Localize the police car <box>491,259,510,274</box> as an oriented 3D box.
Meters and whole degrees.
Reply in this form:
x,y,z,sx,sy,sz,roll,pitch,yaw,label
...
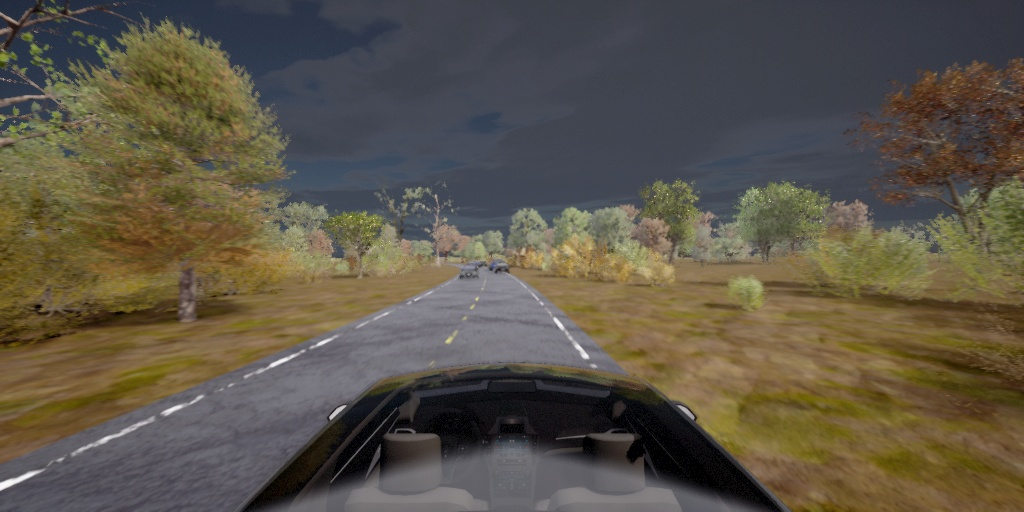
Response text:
x,y,z,sx,sy,sz,roll,pitch,yaw,label
-1.445,1.619,50.385,1.930,1.638,5.238,0,-1,-6,police car

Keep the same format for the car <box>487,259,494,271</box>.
x,y,z,sx,sy,sz,roll,pitch,yaw,label
-2.518,1.513,60.297,2.150,2.045,5.566,0,-1,-7,car

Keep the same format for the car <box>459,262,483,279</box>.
x,y,z,sx,sy,sz,roll,pitch,yaw,label
-4.318,1.644,36.727,1.994,1.385,4.181,0,-1,-4,car
